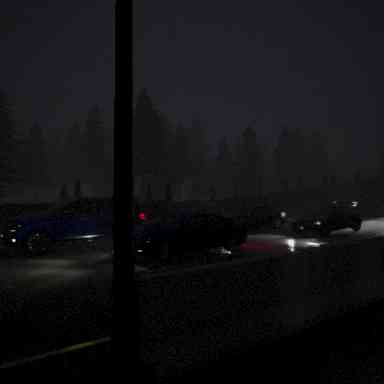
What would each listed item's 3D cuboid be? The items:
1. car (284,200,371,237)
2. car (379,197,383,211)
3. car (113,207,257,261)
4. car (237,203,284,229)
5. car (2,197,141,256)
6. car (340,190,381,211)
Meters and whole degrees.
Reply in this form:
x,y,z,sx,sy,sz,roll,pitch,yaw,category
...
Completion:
x,y,z,sx,sy,sz,roll,pitch,yaw,category
7.313,1.415,17.771,4.674,1.442,1.812,-2,1,-35,car
15.693,0.924,23.695,4.718,1.301,1.895,-5,3,-34,car
-0.139,1.494,12.464,5.008,1.535,1.882,0,0,-35,car
3.365,1.460,19.268,4.892,1.490,1.837,-2,1,-35,car
-4.580,1.232,13.611,5.566,2.045,2.150,0,0,-35,car
13.019,0.735,26.105,4.553,1.767,2.097,-5,3,-35,car
